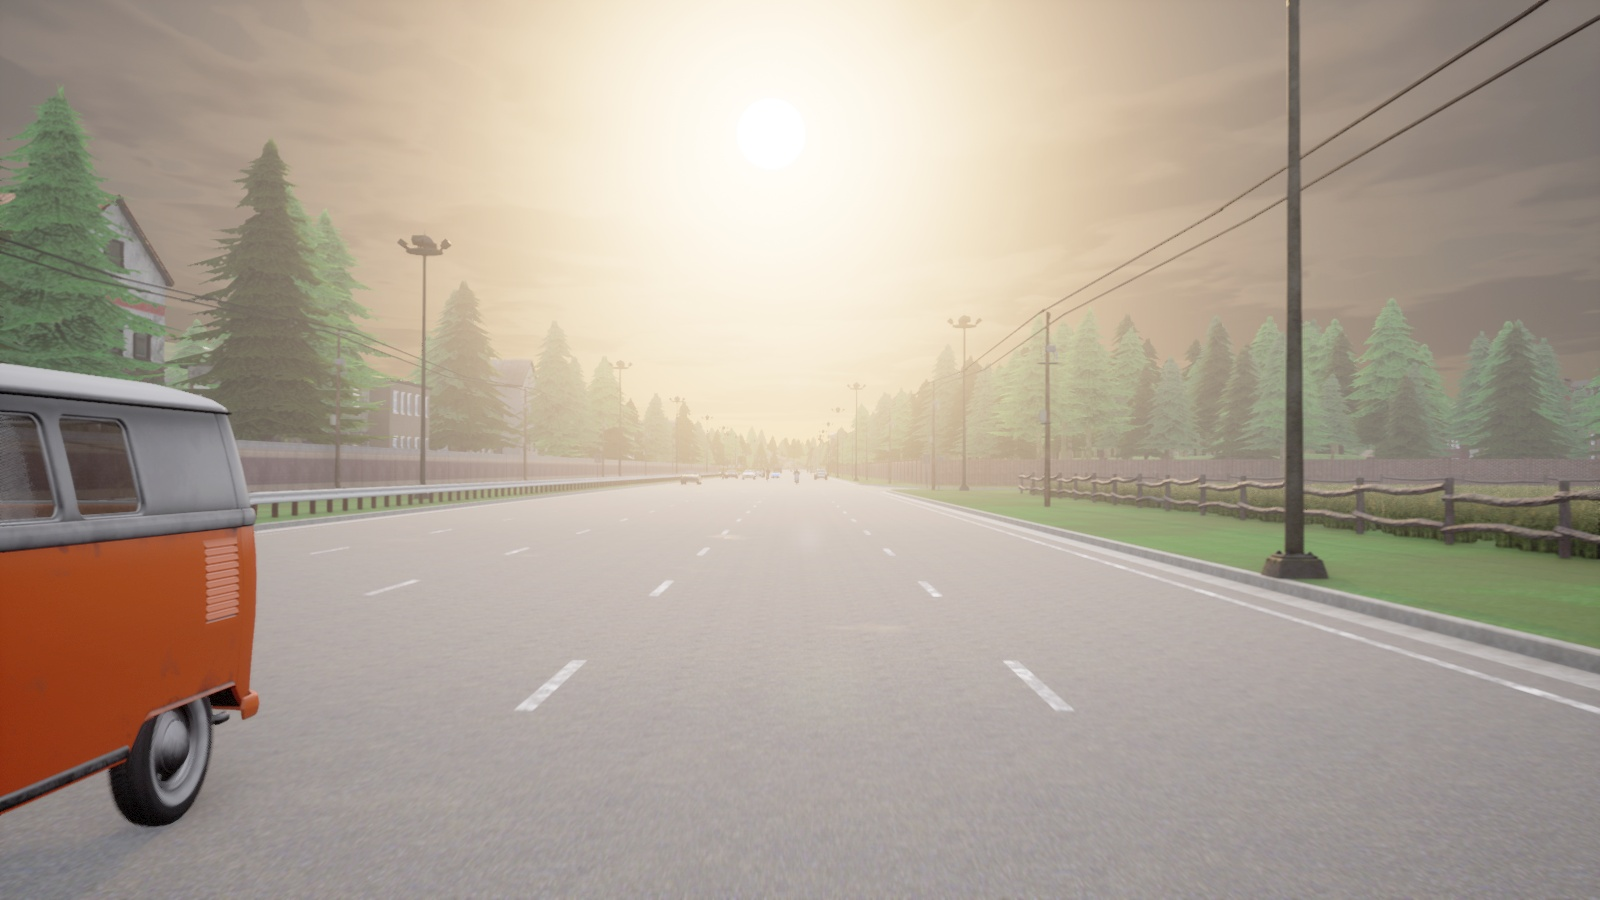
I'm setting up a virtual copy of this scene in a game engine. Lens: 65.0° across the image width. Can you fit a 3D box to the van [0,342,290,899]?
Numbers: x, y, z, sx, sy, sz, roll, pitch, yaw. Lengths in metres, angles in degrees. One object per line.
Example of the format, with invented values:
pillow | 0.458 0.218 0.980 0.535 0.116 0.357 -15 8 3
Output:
van | -3.511 0.644 4.242 1.775 1.987 4.442 0 -1 0
